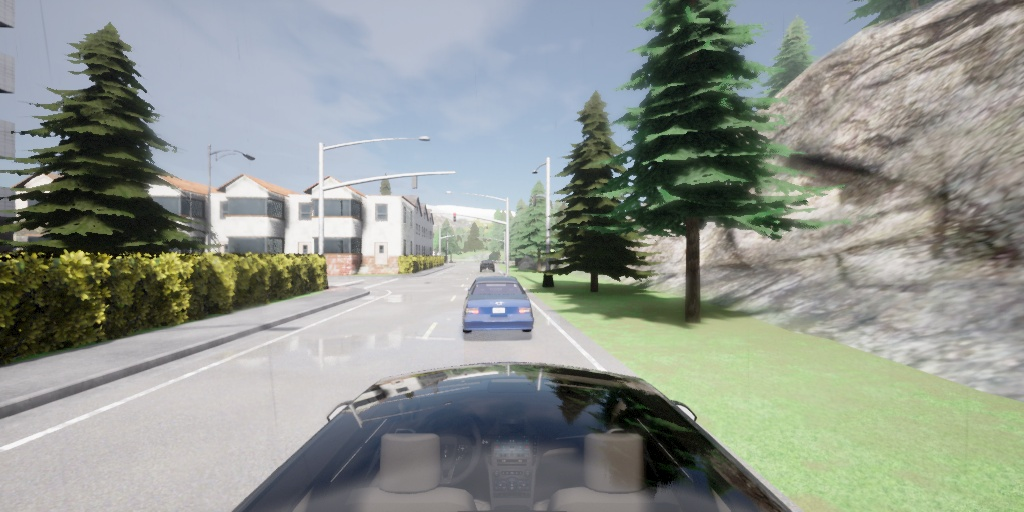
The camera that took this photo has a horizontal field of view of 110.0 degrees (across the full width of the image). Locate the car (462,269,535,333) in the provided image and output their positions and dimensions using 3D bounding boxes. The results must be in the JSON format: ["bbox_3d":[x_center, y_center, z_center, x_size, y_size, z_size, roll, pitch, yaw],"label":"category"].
[{"bbox_3d":[-0.481,1.297,10.737,2.033,1.411,5.357,0,0,-4],"label":"car"}]

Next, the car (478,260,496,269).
[{"bbox_3d":[-3.150,1.254,45.561,1.837,1.490,4.892,0,0,-4],"label":"car"}]
